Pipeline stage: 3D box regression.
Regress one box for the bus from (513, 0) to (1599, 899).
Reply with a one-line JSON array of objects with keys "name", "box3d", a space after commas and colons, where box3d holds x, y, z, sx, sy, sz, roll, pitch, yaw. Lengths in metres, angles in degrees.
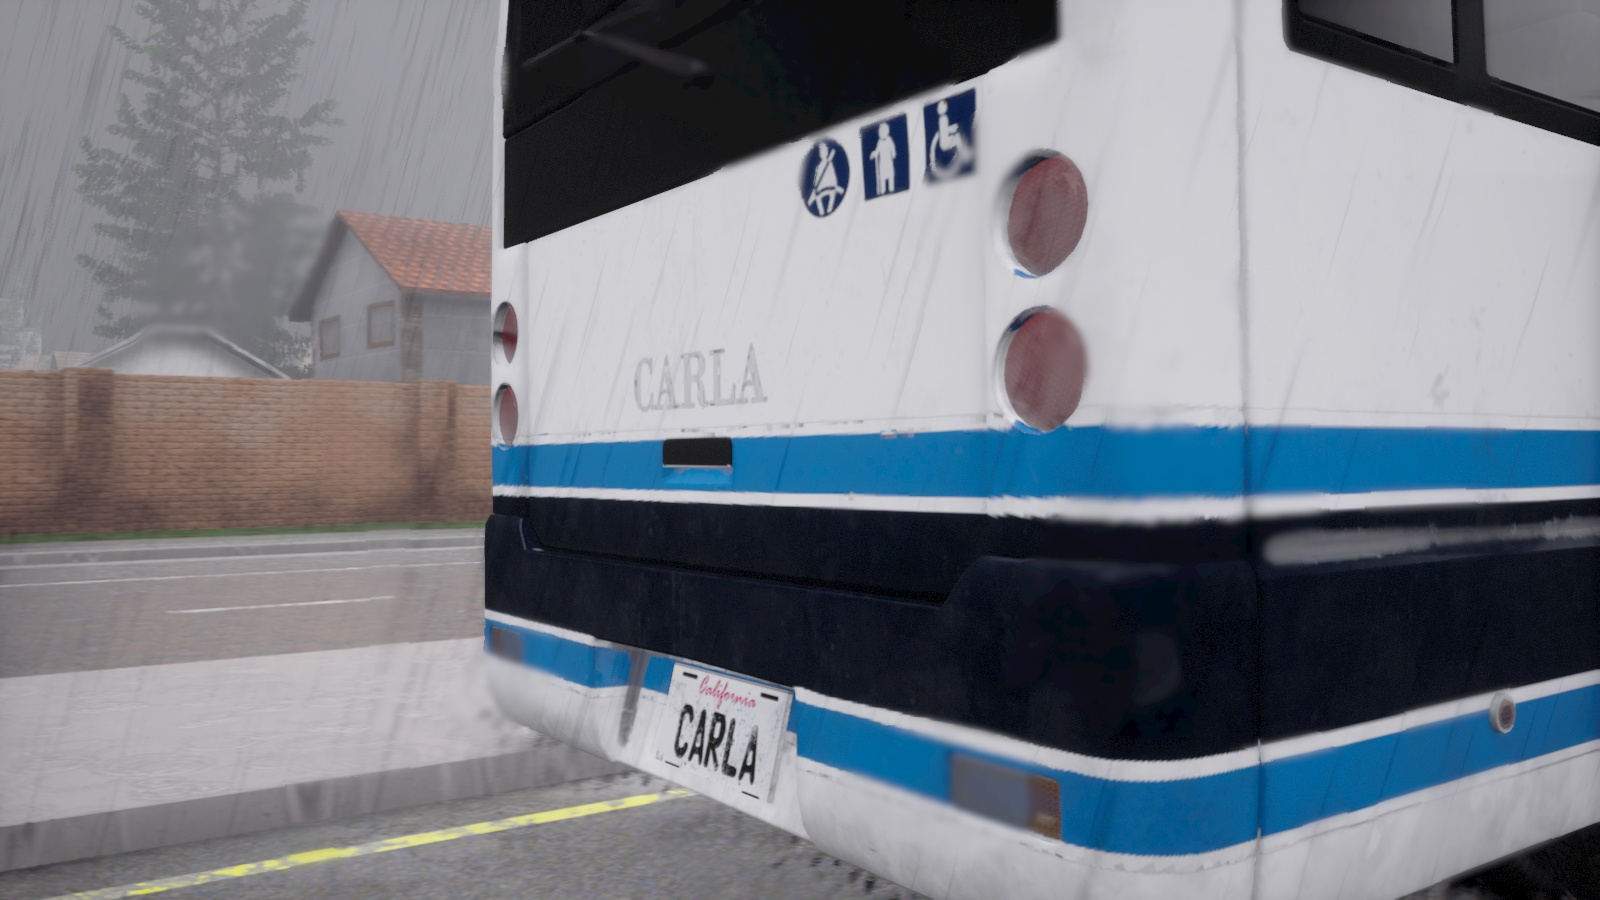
[{"name": "bus", "box3d": [4.145, -0.639, 6.611, 10.273, 4.253, 3.944, 0, -1, -35]}]
